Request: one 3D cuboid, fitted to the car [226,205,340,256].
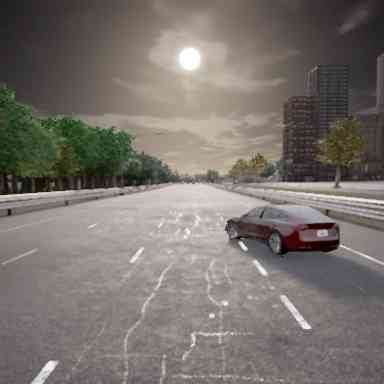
[{"bbox_3d":[2.995,1.169,11.815,2.163,1.488,4.792,0,2,-19],"label":"car"}]
